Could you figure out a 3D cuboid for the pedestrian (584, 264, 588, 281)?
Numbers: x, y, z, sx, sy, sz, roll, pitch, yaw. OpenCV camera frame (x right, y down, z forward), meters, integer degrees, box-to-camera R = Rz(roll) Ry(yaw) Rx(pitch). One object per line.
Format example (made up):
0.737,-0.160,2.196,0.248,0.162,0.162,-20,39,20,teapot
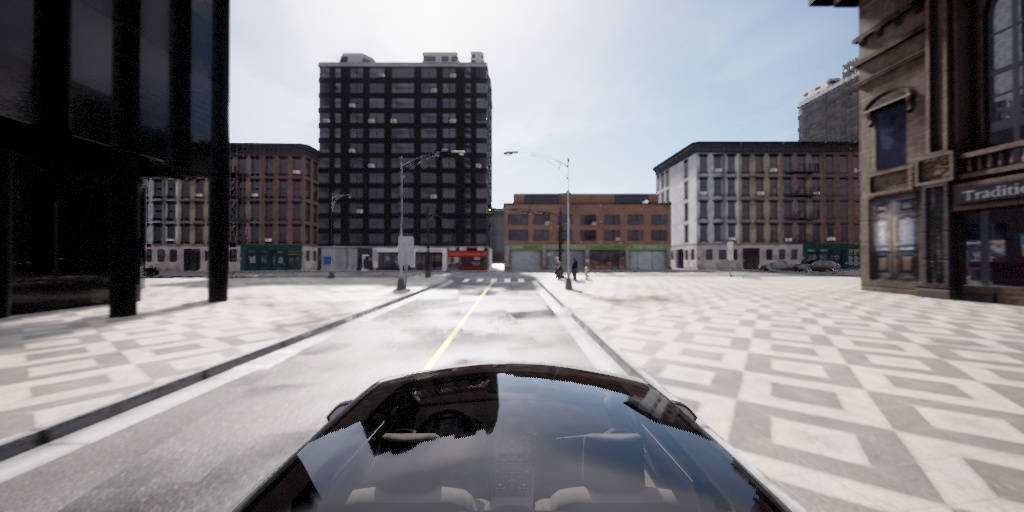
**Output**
5.629,1.192,27.181,0.375,1.300,0.375,0,-1,0,pedestrian

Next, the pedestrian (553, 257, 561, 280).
3.528,0.922,27.783,0.375,1.860,0.375,0,-1,0,pedestrian

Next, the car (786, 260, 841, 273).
35.211,1.244,41.608,4.892,1.490,1.837,0,-1,0,car

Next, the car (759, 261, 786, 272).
33.438,1.334,44.858,4.181,1.385,1.994,0,-1,0,car

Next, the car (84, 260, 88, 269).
-45.504,1.364,41.414,5.008,1.535,1.882,0,-1,0,car

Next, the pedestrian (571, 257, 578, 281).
4.629,0.917,26.583,0.375,1.860,0.375,0,-1,0,pedestrian

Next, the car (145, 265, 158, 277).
-37.322,1.163,34.836,4.553,1.767,2.097,0,-1,0,car
